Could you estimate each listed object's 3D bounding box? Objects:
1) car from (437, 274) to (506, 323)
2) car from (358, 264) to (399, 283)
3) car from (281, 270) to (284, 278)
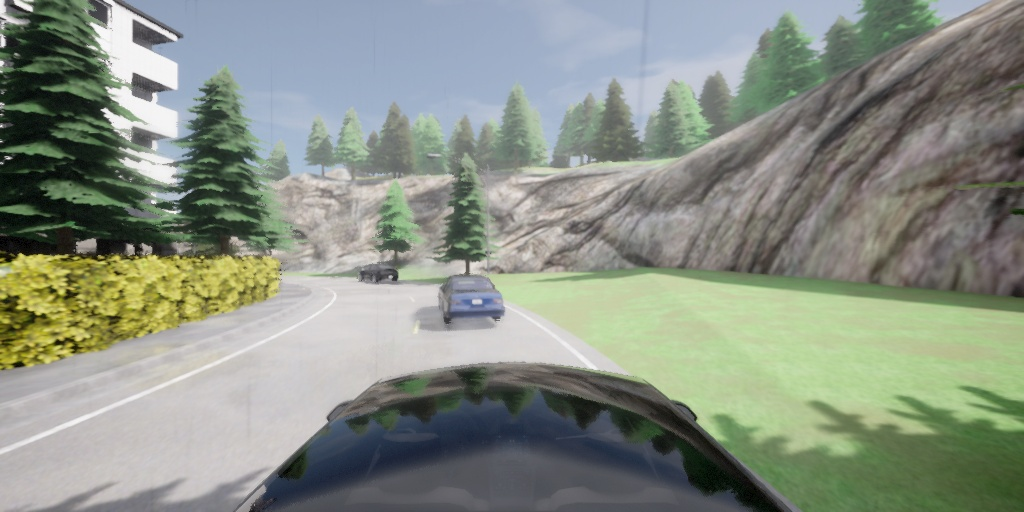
[{"bbox_3d":[-1.573,1.350,12.539,2.033,1.411,5.357,0,0,-14],"label":"car"},{"bbox_3d":[-11.326,1.429,30.227,1.837,1.490,4.892,1,-1,-44],"label":"car"},{"bbox_3d":[-24.050,1.484,34.149,5.008,1.535,1.882,0,0,20],"label":"car"}]
